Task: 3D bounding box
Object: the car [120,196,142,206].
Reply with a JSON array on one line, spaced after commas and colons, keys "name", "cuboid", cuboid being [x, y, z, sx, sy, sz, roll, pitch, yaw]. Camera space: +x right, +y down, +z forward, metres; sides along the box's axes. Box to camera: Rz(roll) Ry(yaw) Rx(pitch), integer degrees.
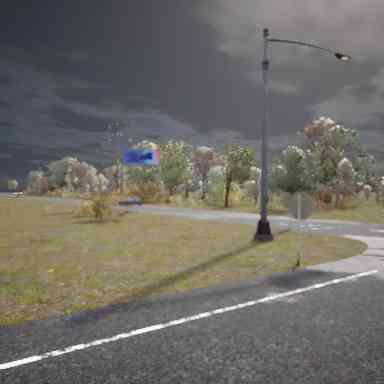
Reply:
[{"name": "car", "cuboid": [-10.516, 1.555, 58.537, 2.097, 1.767, 4.553, 1, 0, -33]}]
